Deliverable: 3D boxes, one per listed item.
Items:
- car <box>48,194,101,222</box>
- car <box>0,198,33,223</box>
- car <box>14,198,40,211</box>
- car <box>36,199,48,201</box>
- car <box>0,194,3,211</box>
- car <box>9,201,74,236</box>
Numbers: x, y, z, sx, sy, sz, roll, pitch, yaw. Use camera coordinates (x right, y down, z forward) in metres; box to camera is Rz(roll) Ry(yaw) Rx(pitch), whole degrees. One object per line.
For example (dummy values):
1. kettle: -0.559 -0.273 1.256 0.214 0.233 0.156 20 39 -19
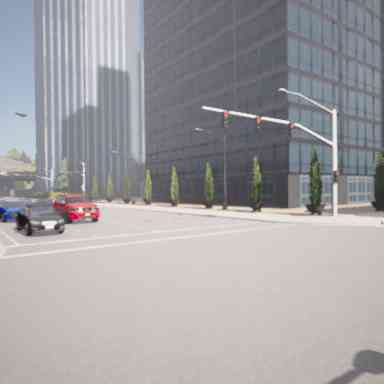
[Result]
1. car: -8.734 1.182 24.871 2.150 2.045 5.566 -1 1 -36
2. car: -14.127 1.495 26.380 1.882 1.535 5.008 -1 1 -36
3. car: -20.585 1.535 41.342 2.033 1.411 5.357 -1 1 -36
4. car: -14.522 1.479 32.915 1.837 1.490 4.892 -1 1 -36
5. car: -25.799 1.266 42.628 2.150 2.045 5.566 -1 1 -36
6. car: -8.568 1.496 18.673 2.128 1.511 4.902 -1 1 -36
